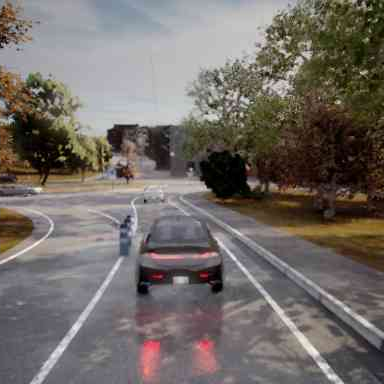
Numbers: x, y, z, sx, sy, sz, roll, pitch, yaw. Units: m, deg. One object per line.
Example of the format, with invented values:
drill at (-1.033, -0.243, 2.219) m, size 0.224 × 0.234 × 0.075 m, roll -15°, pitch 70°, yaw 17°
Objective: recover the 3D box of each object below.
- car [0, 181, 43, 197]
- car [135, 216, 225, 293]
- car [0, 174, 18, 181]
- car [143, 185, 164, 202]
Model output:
car at (-18.685, -0.193, 35.854) m, size 4.718 × 1.301 × 1.895 m, roll 0°, pitch 5°, yaw 0°
car at (-0.344, 1.361, 8.578) m, size 2.128 × 1.511 × 4.902 m, roll 0°, pitch 2°, yaw -3°
car at (-35.248, -2.520, 62.354) m, size 1.837 × 1.490 × 4.892 m, roll 2°, pitch 5°, yaw 25°
car at (-3.590, 0.093, 31.446) m, size 1.812 × 1.442 × 4.674 m, roll -1°, pitch 5°, yaw -7°
